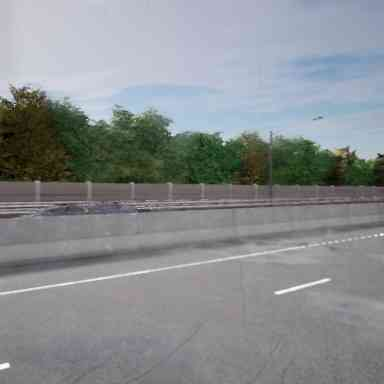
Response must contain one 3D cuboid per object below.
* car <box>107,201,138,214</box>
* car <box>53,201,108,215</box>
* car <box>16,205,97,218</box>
[{"bbox_3d":[-6.772,1.418,24.964,5.357,1.411,2.033,0,-1,-35],"label":"car"},{"bbox_3d":[-7.863,1.500,19.861,4.892,1.490,1.837,0,0,-35],"label":"car"},{"bbox_3d":[-7.110,1.561,16.103,4.181,1.385,1.994,0,0,-35],"label":"car"}]
